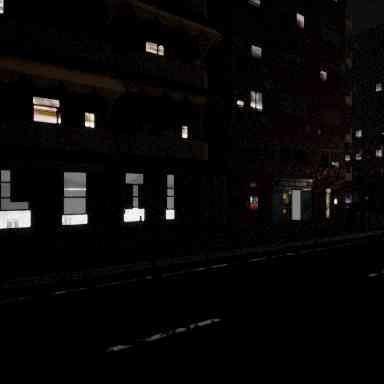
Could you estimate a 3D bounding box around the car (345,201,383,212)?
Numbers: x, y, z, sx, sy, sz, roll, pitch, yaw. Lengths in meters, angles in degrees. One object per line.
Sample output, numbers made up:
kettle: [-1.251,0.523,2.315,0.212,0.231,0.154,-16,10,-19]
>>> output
car: [22.481,1.856,43.432,1.802,1.307,4.206,-1,0,-36]

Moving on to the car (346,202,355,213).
car: [15.492,1.595,38.334,2.192,1.841,5.009,-1,0,-36]

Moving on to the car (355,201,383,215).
car: [19.717,1.727,37.240,2.128,1.511,4.902,0,-1,-35]
